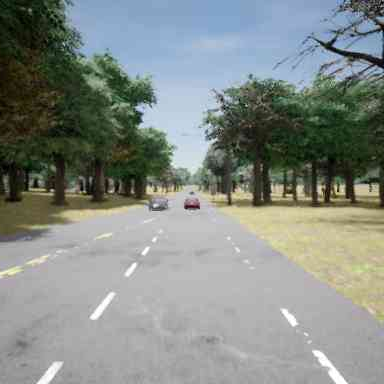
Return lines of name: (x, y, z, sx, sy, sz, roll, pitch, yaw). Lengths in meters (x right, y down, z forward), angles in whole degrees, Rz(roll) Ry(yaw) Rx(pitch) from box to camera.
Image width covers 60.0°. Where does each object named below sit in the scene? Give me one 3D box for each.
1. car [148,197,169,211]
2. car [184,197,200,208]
car: (-3.806, 1.348, 38.567, 2.128, 1.511, 4.902, 0, 0, 3)
car: (-0.001, 1.382, 43.444, 1.994, 1.385, 4.181, 0, 0, 0)
